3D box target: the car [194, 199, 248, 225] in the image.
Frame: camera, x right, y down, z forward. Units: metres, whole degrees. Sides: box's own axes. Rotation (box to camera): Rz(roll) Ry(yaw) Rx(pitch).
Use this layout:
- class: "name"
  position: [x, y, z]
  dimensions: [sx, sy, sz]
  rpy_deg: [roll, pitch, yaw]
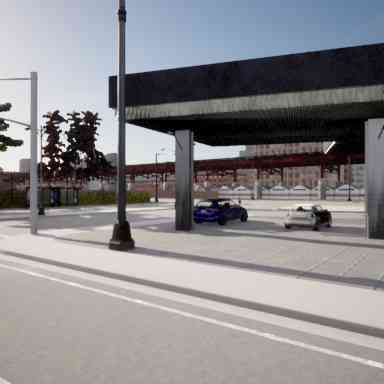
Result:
- class: "car"
  position: [2.057, 1.294, 22.982]
  dimensions: [2.242, 1.667, 4.611]
  rpy_deg: [0, 0, 37]

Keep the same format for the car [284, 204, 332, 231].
- class: "car"
  position: [7.136, 1.455, 20.192]
  dimensions: [1.970, 1.475, 3.806]
  rpy_deg: [0, 0, 37]
